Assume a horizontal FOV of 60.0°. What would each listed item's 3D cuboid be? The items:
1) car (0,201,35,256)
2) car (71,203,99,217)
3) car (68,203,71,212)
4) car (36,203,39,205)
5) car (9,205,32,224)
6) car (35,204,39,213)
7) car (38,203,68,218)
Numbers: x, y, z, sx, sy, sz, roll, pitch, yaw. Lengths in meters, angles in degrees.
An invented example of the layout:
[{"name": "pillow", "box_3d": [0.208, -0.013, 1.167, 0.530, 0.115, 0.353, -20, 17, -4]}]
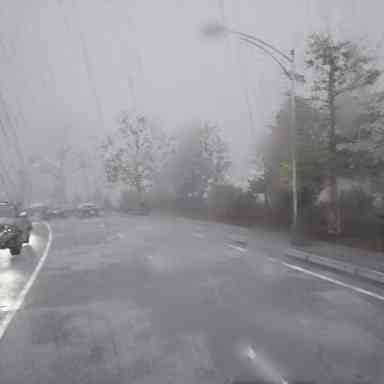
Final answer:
[{"name": "car", "box_3d": [-8.176, 1.431, 13.974, 2.150, 2.045, 5.566, -2, 0, -21]}, {"name": "car", "box_3d": [-12.307, 2.011, 38.775, 1.837, 1.490, 4.892, -2, 0, -31]}, {"name": "car", "box_3d": [-18.105, 2.314, 47.604, 1.994, 1.385, 4.181, -2, 0, -36]}, {"name": "car", "box_3d": [-21.687, 2.347, 46.616, 1.882, 1.535, 5.008, -2, 0, -36]}, {"name": "car", "box_3d": [-16.801, 2.121, 32.458, 1.837, 1.490, 4.892, -2, 0, -29]}, {"name": "car", "box_3d": [-12.098, 1.885, 23.196, 2.128, 1.511, 4.902, -2, -1, -26]}, {"name": "car", "box_3d": [-15.997, 2.190, 38.120, 1.994, 1.385, 4.181, -2, 0, -31]}]
